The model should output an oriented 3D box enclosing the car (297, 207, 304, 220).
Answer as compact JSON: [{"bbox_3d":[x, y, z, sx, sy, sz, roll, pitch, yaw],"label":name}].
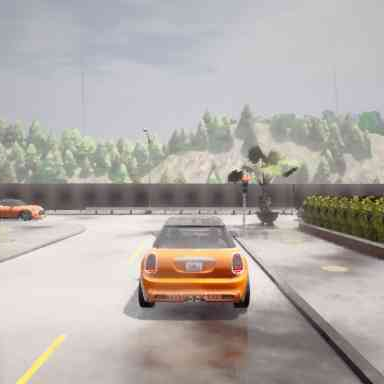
[{"bbox_3d":[10.517,1.564,26.251,4.181,1.385,1.994,0,0,0],"label":"car"}]

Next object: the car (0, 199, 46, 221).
[{"bbox_3d":[-14.033,1.352,26.251,4.553,1.767,2.097,0,0,0],"label":"car"}]

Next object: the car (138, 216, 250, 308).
[{"bbox_3d":[0.056,1.352,8.091,2.097,1.767,4.553,0,0,0],"label":"car"}]
